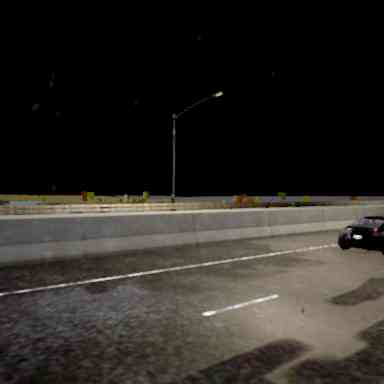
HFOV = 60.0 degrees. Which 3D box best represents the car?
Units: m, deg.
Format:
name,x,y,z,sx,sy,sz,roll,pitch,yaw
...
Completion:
name,x,y,z,sx,sy,sz,roll,pitch,yaw
car,7.950,1.697,13.840,4.181,1.385,1.994,1,0,-35
